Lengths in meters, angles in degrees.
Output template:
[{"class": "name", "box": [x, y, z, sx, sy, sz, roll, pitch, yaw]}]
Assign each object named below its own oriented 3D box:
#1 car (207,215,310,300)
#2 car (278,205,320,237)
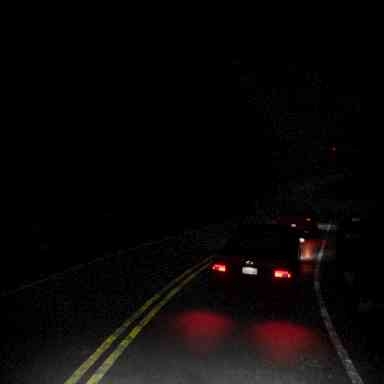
[{"class": "car", "box": [1.876, 1.548, 8.692, 2.033, 1.411, 5.357, 2, 0, 18]}, {"class": "car", "box": [5.965, 1.485, 18.537, 1.882, 1.535, 5.008, 2, 1, 23]}]
